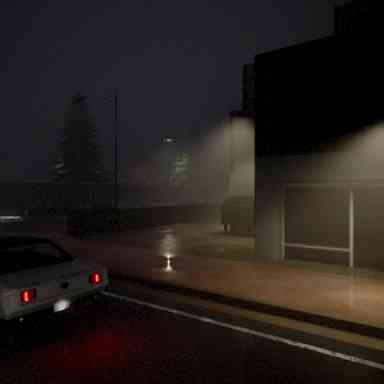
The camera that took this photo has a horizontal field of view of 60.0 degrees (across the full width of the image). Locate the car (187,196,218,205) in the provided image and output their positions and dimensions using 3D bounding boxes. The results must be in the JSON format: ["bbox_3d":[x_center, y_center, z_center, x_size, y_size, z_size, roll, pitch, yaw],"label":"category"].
[{"bbox_3d":[1.815,1.353,48.154,2.097,1.767,4.553,0,0,37],"label":"car"}]

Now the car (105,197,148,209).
[{"bbox_3d":[-6.849,1.527,36.419,1.812,1.442,4.674,0,0,36],"label":"car"}]

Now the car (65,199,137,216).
[{"bbox_3d":[-6.621,1.526,24.732,1.812,1.442,4.674,0,0,37],"label":"car"}]

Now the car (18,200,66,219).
[{"bbox_3d":[-12.095,1.492,29.192,2.128,1.511,4.902,0,0,36],"label":"car"}]

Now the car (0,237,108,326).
[{"bbox_3d":[-3.971,1.601,6.821,4.718,1.301,1.895,0,0,35],"label":"car"}]

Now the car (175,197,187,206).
[{"bbox_3d":[-0.521,1.491,50.869,2.128,1.511,4.902,0,0,38],"label":"car"}]

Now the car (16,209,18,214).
[{"bbox_3d":[-14.480,1.565,31.864,1.994,1.385,4.181,0,0,36],"label":"car"}]
